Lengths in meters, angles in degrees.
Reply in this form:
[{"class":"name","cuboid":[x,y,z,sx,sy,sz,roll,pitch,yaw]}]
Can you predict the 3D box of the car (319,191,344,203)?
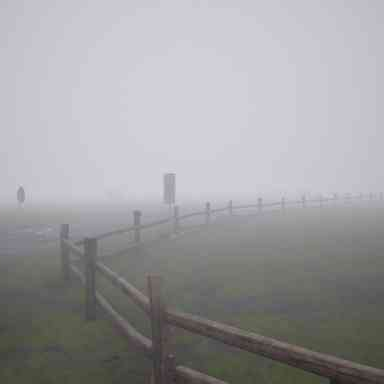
[{"class":"car","cuboid":[19.560,0.673,46.615,5.008,1.535,1.882,-1,1,-43]}]
